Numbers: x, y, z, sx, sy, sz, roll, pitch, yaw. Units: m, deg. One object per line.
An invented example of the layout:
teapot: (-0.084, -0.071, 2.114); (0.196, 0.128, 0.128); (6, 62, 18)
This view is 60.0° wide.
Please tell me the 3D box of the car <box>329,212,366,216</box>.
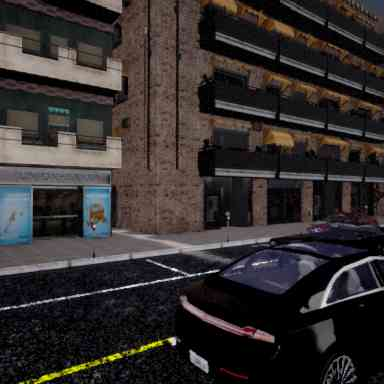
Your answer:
car: (7.172, 1.583, 15.538); (4.206, 1.307, 1.802); (0, 0, -35)

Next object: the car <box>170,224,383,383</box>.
car: (2.040, 1.492, 4.764); (4.902, 1.511, 2.128); (0, 0, -36)

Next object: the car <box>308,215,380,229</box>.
car: (4.557, 1.601, 10.494); (4.718, 1.301, 1.895); (0, 0, -36)
